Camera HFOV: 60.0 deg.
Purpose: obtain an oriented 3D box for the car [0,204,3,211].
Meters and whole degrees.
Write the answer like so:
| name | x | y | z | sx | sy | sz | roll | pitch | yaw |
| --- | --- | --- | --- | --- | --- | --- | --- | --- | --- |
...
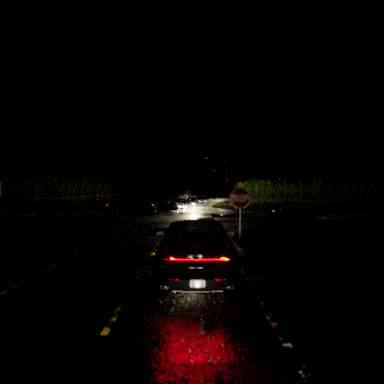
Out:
| name | x | y | z | sx | sy | sz | roll | pitch | yaw |
| --- | --- | --- | --- | --- | --- | --- | --- | --- | --- |
| car | -19.458 | 1.184 | 29.580 | 4.902 | 1.511 | 2.128 | 1 | 0 | 3 |

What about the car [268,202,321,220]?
| name | x | y | z | sx | sy | sz | roll | pitch | yaw |
| --- | --- | --- | --- | --- | --- | --- | --- | --- | --- |
| car | 8.197 | 1.461 | 26.589 | 4.181 | 1.385 | 1.994 | 0 | 0 | -23 |

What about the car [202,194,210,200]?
| name | x | y | z | sx | sy | sz | roll | pitch | yaw |
| --- | --- | --- | --- | --- | --- | --- | --- | --- | --- |
| car | 2.699 | 1.163 | 74.489 | 1.994 | 1.385 | 4.181 | 0 | 0 | 13 |

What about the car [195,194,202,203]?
| name | x | y | z | sx | sy | sz | roll | pitch | yaw |
| --- | --- | --- | --- | --- | --- | --- | --- | --- | --- |
| car | 0.031 | 1.265 | 61.128 | 1.895 | 1.301 | 4.718 | 0 | 0 | 10 |

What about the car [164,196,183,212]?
| name | x | y | z | sx | sy | sz | roll | pitch | yaw |
| --- | --- | --- | --- | --- | --- | --- | --- | --- | --- |
| car | -3.934 | 1.342 | 32.412 | 5.357 | 1.411 | 2.033 | 0 | 0 | 4 |

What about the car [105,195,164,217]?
| name | x | y | z | sx | sy | sz | roll | pitch | yaw |
| --- | --- | --- | --- | --- | --- | --- | --- | --- | --- |
| car | -5.040 | 1.152 | 28.765 | 4.553 | 1.767 | 2.097 | 0 | 0 | 3 |

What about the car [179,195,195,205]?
| name | x | y | z | sx | sy | sz | roll | pitch | yaw |
| --- | --- | --- | --- | --- | --- | --- | --- | --- | --- |
| car | -1.299 | 1.204 | 51.532 | 2.128 | 1.511 | 4.902 | 0 | 0 | 7 |

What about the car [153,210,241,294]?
| name | x | y | z | sx | sy | sz | roll | pitch | yaw |
| --- | --- | --- | --- | --- | --- | --- | --- | --- | --- |
| car | 0.094 | 1.453 | 8.616 | 1.837 | 1.490 | 4.892 | 0 | 0 | 0 |
